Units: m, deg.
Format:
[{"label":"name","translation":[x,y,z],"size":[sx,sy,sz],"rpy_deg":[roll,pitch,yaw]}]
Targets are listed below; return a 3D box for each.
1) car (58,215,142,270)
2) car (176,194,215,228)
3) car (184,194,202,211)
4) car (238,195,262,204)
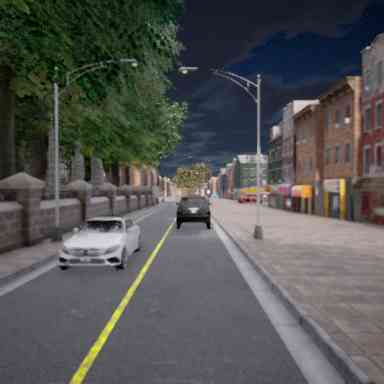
[{"label":"car","translation":[-2.843,1.534,11.206],"size":[1.812,1.442,4.674],"rpy_deg":[0,0,0]},{"label":"car","translation":[0.089,1.244,22.370],"size":[2.150,2.045,5.566],"rpy_deg":[0,0,0]},{"label":"car","translation":[0.102,1.270,42.203],"size":[2.150,2.045,5.566],"rpy_deg":[0,0,0]},{"label":"car","translation":[11.779,1.628,67.870],"size":[5.009,1.841,2.192],"rpy_deg":[1,0,0]}]
